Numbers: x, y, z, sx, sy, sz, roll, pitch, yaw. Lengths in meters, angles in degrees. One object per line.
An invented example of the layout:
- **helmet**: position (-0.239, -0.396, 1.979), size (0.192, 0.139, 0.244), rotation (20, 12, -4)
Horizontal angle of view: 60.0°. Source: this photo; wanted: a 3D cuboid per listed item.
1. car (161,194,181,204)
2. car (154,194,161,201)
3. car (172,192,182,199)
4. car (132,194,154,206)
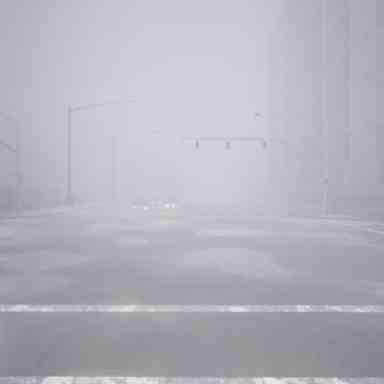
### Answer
- **car**: position (-3.432, 1.140, 54.988), size (2.128, 1.511, 4.902), rotation (0, 0, 1)
- **car**: position (-6.680, 1.126, 65.956), size (2.033, 1.411, 5.357), rotation (0, 0, 1)
- **car**: position (-3.107, 0.718, 70.430), size (1.994, 1.385, 4.181), rotation (0, 0, 1)
- **car**: position (-6.990, 1.047, 46.630), size (2.097, 1.767, 4.553), rotation (0, 0, 1)
